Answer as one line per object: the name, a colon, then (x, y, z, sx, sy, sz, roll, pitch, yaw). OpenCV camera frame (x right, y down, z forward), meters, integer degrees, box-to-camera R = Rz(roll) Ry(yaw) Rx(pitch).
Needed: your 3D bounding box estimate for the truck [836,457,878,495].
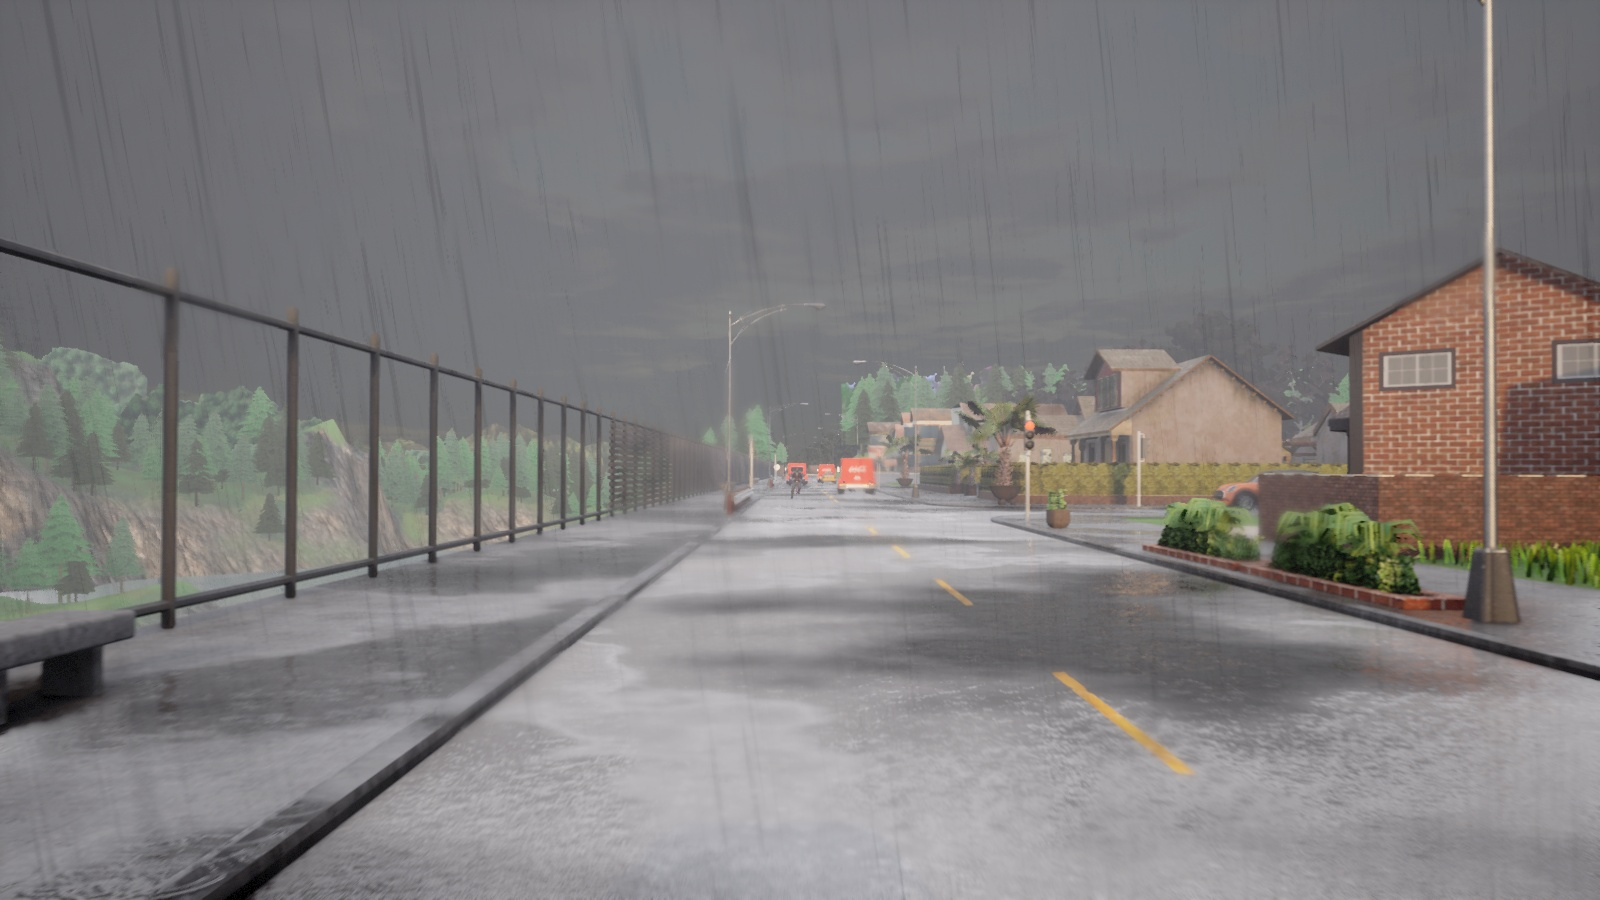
truck: (3.802, 1.742, 84.795, 2.627, 2.467, 5.204, 0, 0, 0)

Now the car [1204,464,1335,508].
car: (19.120, 1.455, 51.255, 4.553, 1.767, 2.097, 0, -1, 0)
